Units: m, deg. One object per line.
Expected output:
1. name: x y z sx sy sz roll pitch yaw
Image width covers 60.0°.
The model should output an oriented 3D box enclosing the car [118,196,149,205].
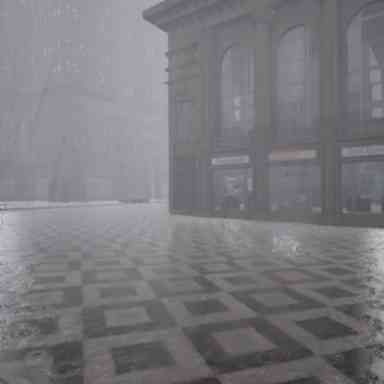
1. car: -8.620 1.207 49.329 1.895 1.301 4.718 -1 0 36

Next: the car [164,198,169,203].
1. car: -2.236 1.141 52.888 1.895 1.301 4.718 -1 0 36
